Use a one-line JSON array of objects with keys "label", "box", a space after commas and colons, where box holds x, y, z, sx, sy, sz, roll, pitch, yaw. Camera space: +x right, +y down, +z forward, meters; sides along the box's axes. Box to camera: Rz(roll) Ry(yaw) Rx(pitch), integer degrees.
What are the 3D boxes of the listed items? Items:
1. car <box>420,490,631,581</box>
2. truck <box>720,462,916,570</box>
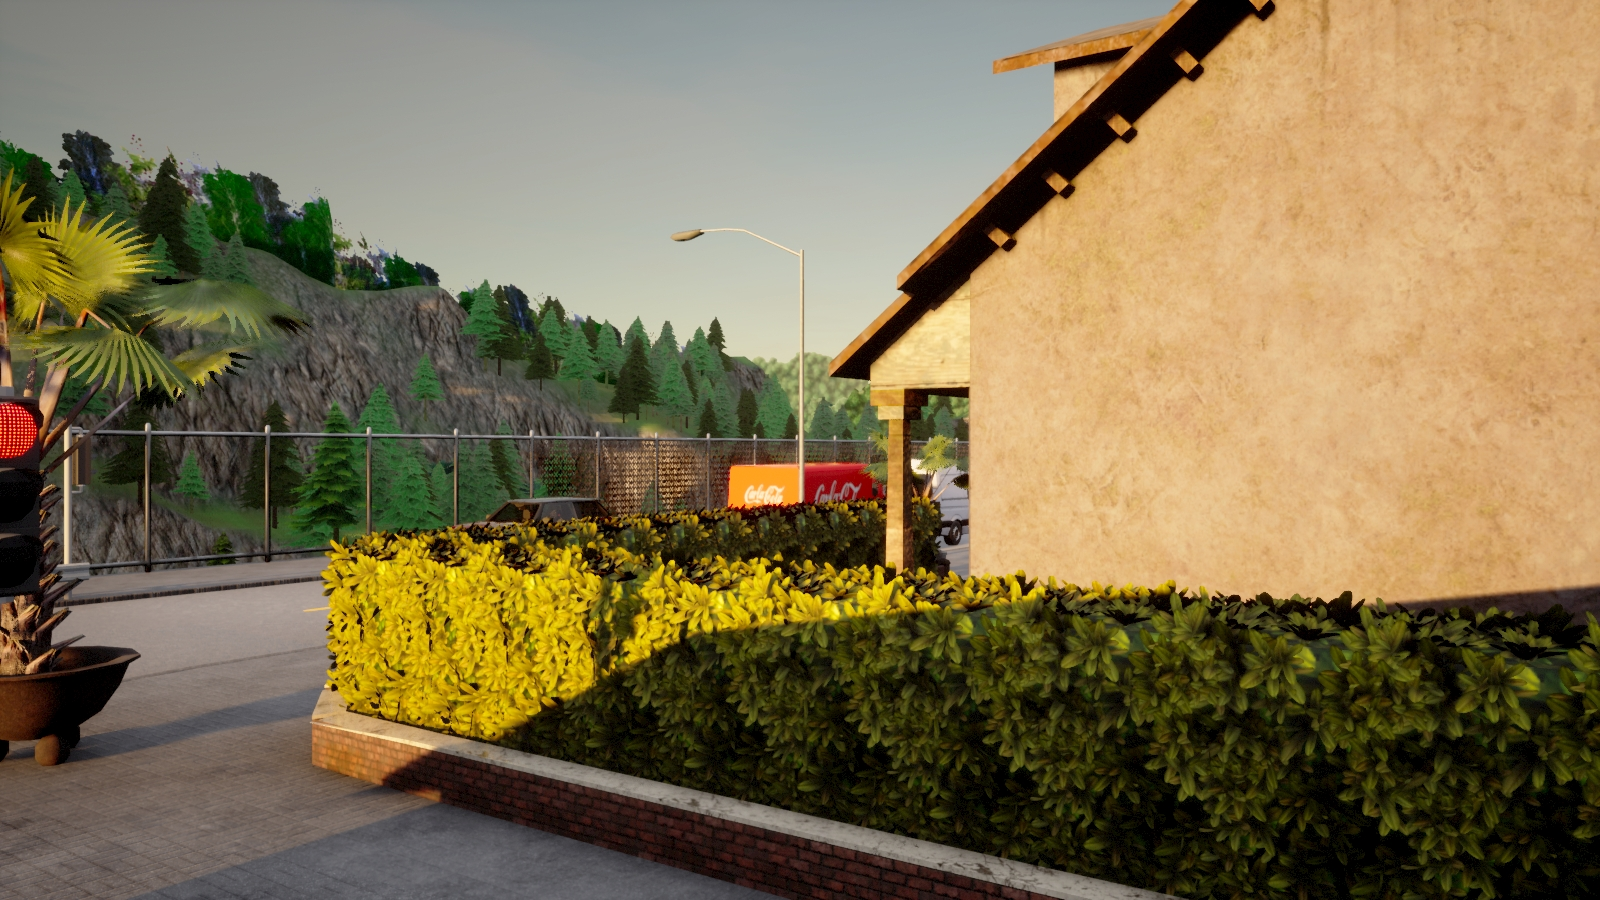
[{"label": "car", "box": [-6.312, 1.906, 26.765, 2.097, 1.767, 4.553, 0, 0, 35]}, {"label": "truck", "box": [0.584, 1.568, 29.600, 2.627, 2.467, 5.204, 0, 0, 35]}]
